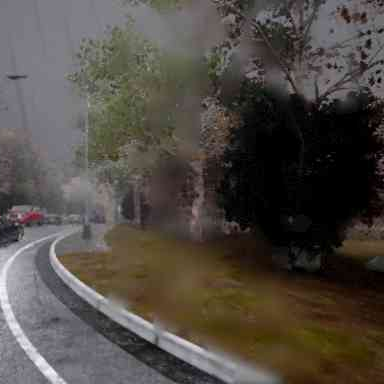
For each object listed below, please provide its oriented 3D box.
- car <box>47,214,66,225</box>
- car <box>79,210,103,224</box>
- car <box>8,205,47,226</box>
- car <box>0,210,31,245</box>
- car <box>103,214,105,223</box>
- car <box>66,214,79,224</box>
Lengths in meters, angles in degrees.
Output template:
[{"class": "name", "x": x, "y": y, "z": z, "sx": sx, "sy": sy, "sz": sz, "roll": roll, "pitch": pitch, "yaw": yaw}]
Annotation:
[{"class": "car", "x": -17.291, "y": 3.363, "z": 40.691, "sx": 1.994, "sy": 1.385, "sz": 4.181, "roll": 0, "pitch": -5, "yaw": -9}, {"class": "car", "x": -15.562, "y": 3.914, "z": 51.323, "sx": 2.150, "sy": 2.045, "sz": 5.566, "roll": 0, "pitch": -5, "yaw": -10}, {"class": "car", "x": -15.598, "y": 2.198, "z": 30.928, "sx": 2.150, "sy": 2.045, "sz": 5.566, "roll": 0, "pitch": -4, "yaw": -10}, {"class": "car", "x": -8.741, "y": 1.658, "z": 14.077, "sx": 2.033, "sy": 1.411, "sz": 5.357, "roll": 0, "pitch": -2, "yaw": -13}, {"class": "car", "x": -17.352, "y": 4.809, "z": 61.582, "sx": 2.150, "sy": 2.045, "sz": 5.566, "roll": 0, "pitch": -5, "yaw": -9}, {"class": "car", "x": -19.973, "y": 4.498, "z": 56.163, "sx": 2.097, "sy": 1.767, "sz": 4.553, "roll": 0, "pitch": -5, "yaw": -10}]
